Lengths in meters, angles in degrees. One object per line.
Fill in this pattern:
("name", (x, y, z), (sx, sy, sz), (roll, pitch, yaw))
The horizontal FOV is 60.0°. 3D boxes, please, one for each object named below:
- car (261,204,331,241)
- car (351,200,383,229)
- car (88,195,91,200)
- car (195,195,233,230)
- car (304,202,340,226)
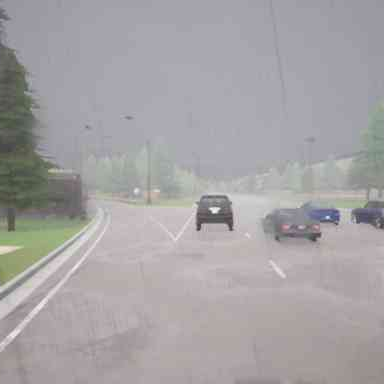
("car", (4.656, 1.503, 16.256), (2.033, 1.411, 5.357), (0, 0, 3))
("car", (11.911, 1.279, 20.972), (2.097, 1.767, 4.553), (0, 0, 3))
("car", (-26.879, 1.431, 84.099), (2.033, 1.411, 5.357), (0, 0, -30))
("car", (1.396, 1.176, 21.007), (2.150, 2.045, 5.566), (0, 0, 3))
("car", (8.509, 1.410, 23.017), (1.882, 1.535, 5.008), (0, 0, 3))
